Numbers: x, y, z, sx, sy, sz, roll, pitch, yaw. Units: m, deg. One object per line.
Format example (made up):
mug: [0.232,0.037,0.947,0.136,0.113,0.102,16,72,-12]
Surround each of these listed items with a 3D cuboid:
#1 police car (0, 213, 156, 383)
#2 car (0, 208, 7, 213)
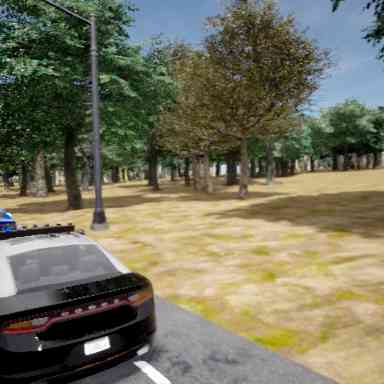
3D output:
police car: [-2.529,1.359,5.469,1.930,1.638,5.238,-3,2,-37]
car: [-8.354,1.360,13.390,1.882,1.535,5.008,-3,2,-36]
